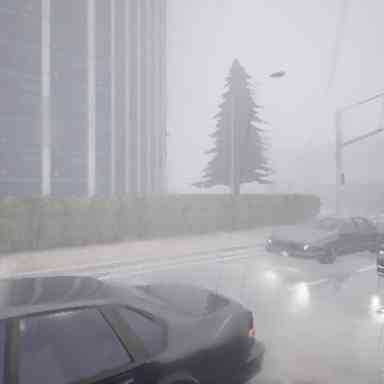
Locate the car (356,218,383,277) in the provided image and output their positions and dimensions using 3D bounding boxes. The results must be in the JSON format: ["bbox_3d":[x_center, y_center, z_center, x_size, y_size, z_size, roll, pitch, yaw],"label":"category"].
[{"bbox_3d":[6.722,1.463,8.700,4.902,1.511,2.128,0,0,-35],"label":"car"}]

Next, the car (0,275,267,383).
[{"bbox_3d":[-1.743,1.548,2.746,5.357,1.411,2.033,0,0,-36],"label":"car"}]

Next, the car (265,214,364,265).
[{"bbox_3d":[5.043,1.520,11.792,5.357,1.411,2.033,0,0,-35],"label":"car"}]
